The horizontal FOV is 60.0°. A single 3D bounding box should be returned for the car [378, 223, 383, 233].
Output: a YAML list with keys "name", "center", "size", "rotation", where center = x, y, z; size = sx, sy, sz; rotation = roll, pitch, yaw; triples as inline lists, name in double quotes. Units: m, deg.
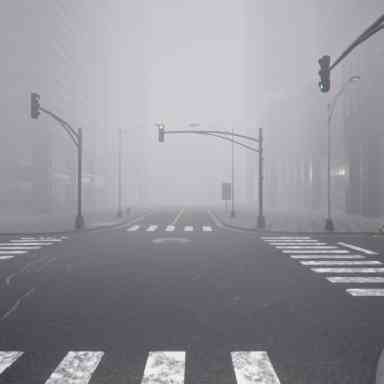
- name: "car"
  center: [11.758, 1.564, 16.205]
  size: [4.829, 1.417, 1.752]
  rotation: [0, -1, 0]
